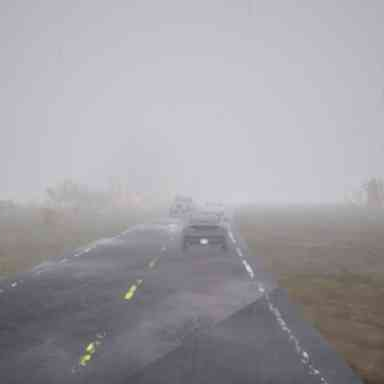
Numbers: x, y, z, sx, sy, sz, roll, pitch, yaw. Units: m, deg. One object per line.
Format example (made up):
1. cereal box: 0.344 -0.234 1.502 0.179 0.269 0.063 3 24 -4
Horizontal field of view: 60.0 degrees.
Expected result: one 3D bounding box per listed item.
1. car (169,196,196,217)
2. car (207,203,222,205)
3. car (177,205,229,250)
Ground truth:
1. car: -0.868 1.382 33.598 2.150 2.045 5.566 0 0 7
2. car: 2.410 1.772 35.064 1.895 1.301 4.718 0 0 7
3. car: 0.581 1.581 14.776 1.837 1.490 4.892 0 0 3
